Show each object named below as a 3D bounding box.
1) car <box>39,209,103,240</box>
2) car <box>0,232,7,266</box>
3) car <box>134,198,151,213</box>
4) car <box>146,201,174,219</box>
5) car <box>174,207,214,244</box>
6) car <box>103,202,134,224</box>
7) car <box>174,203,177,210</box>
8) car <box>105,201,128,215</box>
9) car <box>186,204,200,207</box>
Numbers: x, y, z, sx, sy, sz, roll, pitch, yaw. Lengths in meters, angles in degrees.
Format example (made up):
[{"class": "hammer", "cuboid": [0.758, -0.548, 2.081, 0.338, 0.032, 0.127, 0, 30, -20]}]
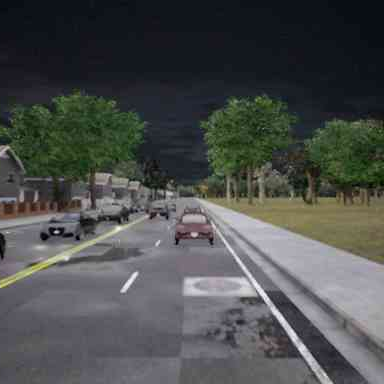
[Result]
[{"class": "car", "cuboid": [-6.573, 1.783, 18.127, 1.994, 1.385, 4.181, 0, -1, 0]}, {"class": "car", "cuboid": [-6.592, 1.592, 8.244, 2.128, 1.511, 4.902, 0, -1, 0]}, {"class": "car", "cuboid": [-6.500, 1.834, 43.427, 2.150, 2.045, 5.566, 0, -1, 0]}, {"class": "car", "cuboid": [-3.147, 1.905, 33.274, 1.837, 1.490, 4.892, 0, -1, 0]}, {"class": "car", "cuboid": [0.103, 1.731, 16.983, 1.812, 1.442, 4.674, 0, -1, 0]}, {"class": "car", "cuboid": [-6.524, 1.819, 28.290, 1.882, 1.535, 5.008, 0, -1, 0]}, {"class": "car", "cuboid": [-3.153, 2.118, 47.345, 2.033, 1.411, 5.357, 0, -1, 0]}, {"class": "car", "cuboid": [-9.750, 2.047, 43.455, 1.882, 1.535, 5.008, 0, -1, 0]}, {"class": "car", "cuboid": [0.103, 2.056, 37.746, 1.895, 1.301, 4.718, 0, -1, 0]}]
